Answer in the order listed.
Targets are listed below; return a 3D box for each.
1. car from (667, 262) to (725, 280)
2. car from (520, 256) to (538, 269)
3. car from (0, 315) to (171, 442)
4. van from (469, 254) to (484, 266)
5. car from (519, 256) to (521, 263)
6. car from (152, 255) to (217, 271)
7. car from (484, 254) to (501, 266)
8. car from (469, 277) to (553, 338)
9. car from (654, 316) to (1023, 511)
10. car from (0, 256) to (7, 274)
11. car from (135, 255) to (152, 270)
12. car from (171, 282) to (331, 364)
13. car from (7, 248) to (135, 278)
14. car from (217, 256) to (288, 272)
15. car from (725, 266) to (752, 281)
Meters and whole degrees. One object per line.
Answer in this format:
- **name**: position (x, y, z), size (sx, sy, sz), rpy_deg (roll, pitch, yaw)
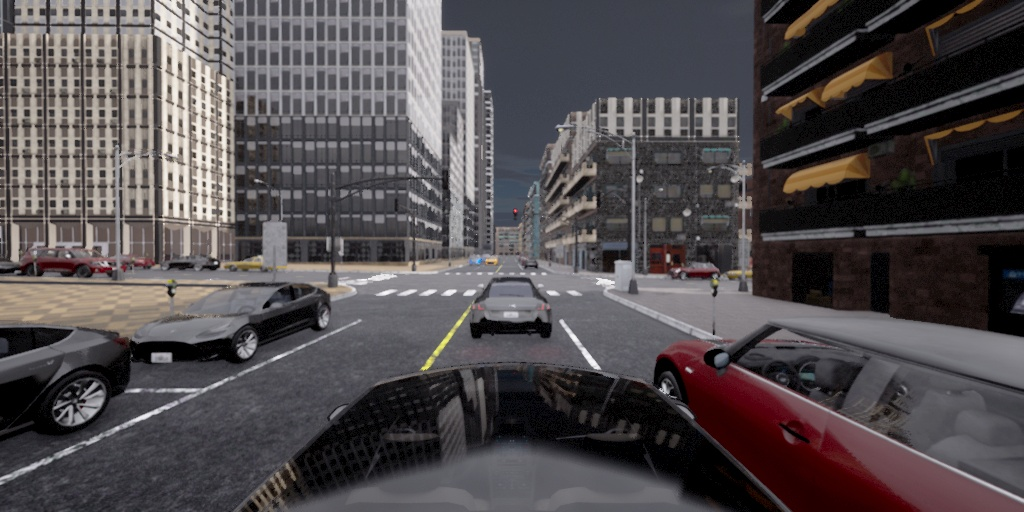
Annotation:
- **car**: position (15.892, 1.297, 31.553), size (4.097, 1.591, 1.967), rpy_deg (0, 0, -1)
- **car**: position (2.502, 0.988, 47.698), size (1.948, 1.339, 4.313), rpy_deg (0, 0, 0)
- **car**: position (-5.691, 1.306, 2.773), size (1.948, 1.339, 4.313), rpy_deg (0, 0, 0)
- **van**: position (-5.921, 0.691, 57.629), size (1.690, 1.789, 3.998), rpy_deg (0, 0, 0)
- **car**: position (2.460, 0.898, 57.665), size (1.888, 1.381, 4.507), rpy_deg (0, 0, 0)
- **car**: position (-27.608, 0.596, 30.873), size (4.313, 1.339, 1.948), rpy_deg (0, 0, -1)
- **car**: position (-3.303, 0.824, 58.297), size (1.882, 1.535, 5.008), rpy_deg (0, 0, 0)
- **car**: position (-0.029, 1.254, 9.955), size (1.994, 1.385, 4.181), rpy_deg (0, 0, 0)
- **car**: position (2.689, 1.183, 2.809), size (1.967, 1.591, 4.097), rpy_deg (0, 0, 0)
- **car**: position (-33.088, 0.577, 22.406), size (4.313, 1.339, 1.948), rpy_deg (0, 0, -1)
- **car**: position (-33.226, 0.507, 30.785), size (4.207, 1.307, 1.802), rpy_deg (0, 0, -1)
- **car**: position (-5.713, 1.268, 8.019), size (1.948, 1.339, 4.313), rpy_deg (0, 0, 0)
- **car**: position (-27.470, 0.432, 22.493), size (5.009, 1.841, 2.192), rpy_deg (0, 0, -1)
- **car**: position (-22.164, 0.661, 31.045), size (4.829, 1.417, 1.751), rpy_deg (0, 0, -1)
- **car**: position (21.243, 1.488, 31.636), size (4.829, 1.417, 1.751), rpy_deg (0, 0, -1)
